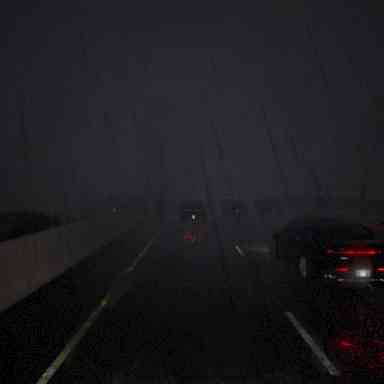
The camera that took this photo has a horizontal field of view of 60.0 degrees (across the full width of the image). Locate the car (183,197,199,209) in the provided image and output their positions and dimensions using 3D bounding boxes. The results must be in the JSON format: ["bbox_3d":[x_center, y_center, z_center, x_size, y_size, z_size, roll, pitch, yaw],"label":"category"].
[{"bbox_3d":[-0.239,1.336,41.735,1.895,1.301,4.718,0,0,-2],"label":"car"}]

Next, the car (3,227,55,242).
[{"bbox_3d":[-7.096,1.462,13.411,2.033,1.411,5.357,0,0,0],"label":"car"}]

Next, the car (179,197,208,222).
[{"bbox_3d":[0.093,1.351,24.380,1.837,1.490,4.892,0,1,0],"label":"car"}]

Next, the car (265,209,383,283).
[{"bbox_3d":[3.601,1.444,9.429,1.837,1.490,4.892,0,0,0],"label":"car"}]

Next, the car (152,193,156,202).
[{"bbox_3d":[-7.876,0.958,62.133,2.097,1.767,4.553,0,0,-1],"label":"car"}]

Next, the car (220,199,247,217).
[{"bbox_3d":[3.561,1.308,28.816,2.128,1.511,4.902,0,0,-1],"label":"car"}]

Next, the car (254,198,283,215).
[{"bbox_3d":[7.033,1.295,30.841,2.128,1.511,4.902,0,0,-1],"label":"car"}]
